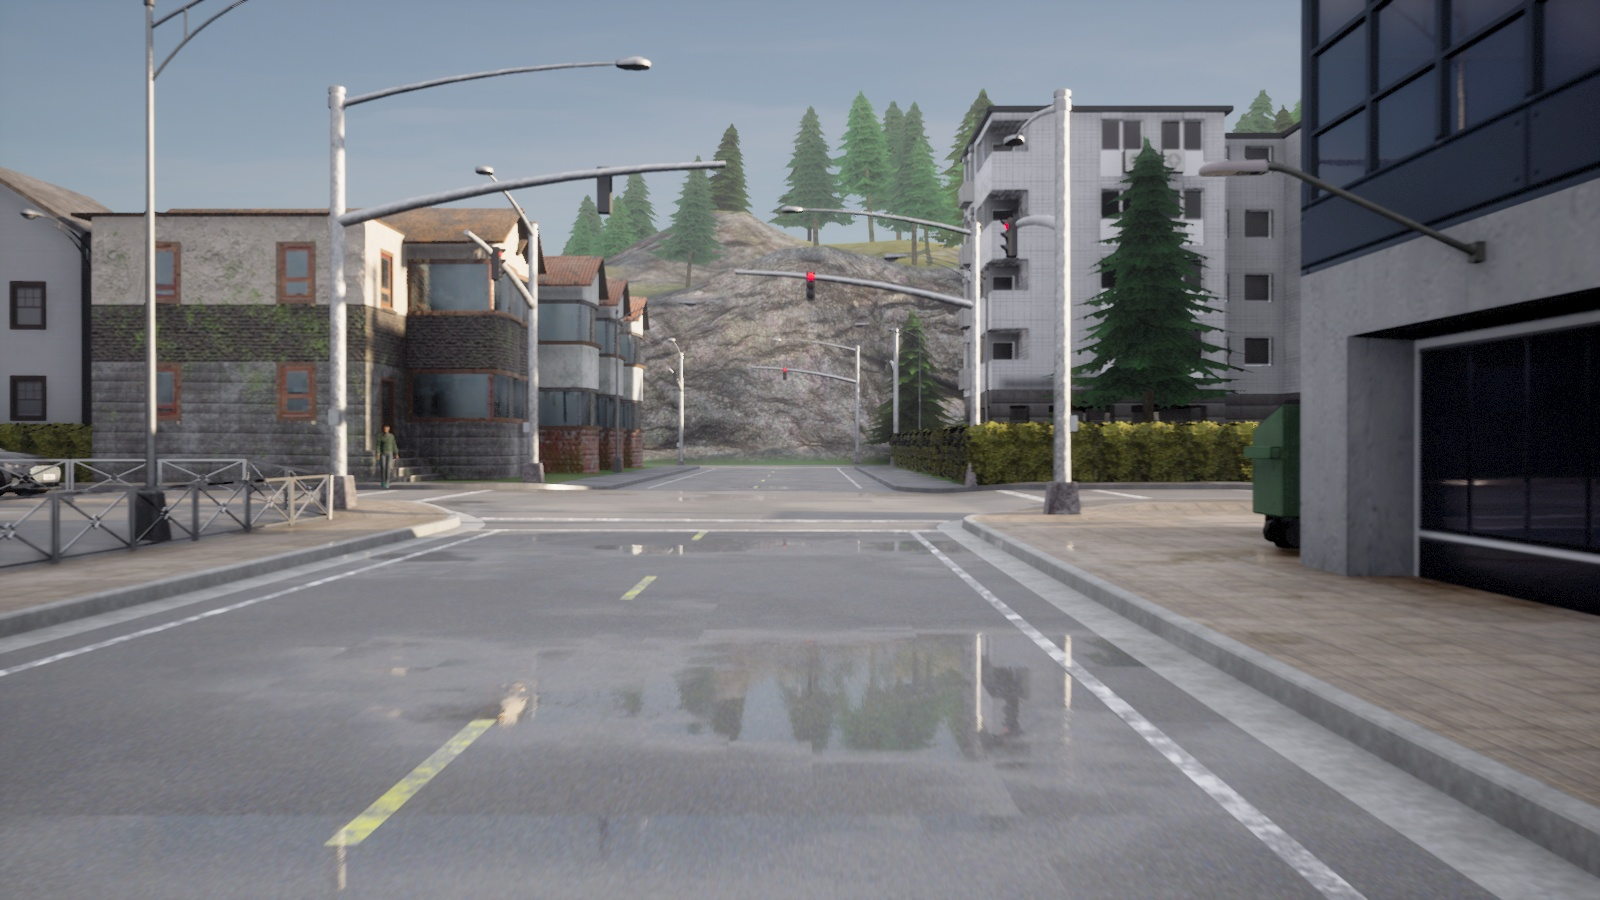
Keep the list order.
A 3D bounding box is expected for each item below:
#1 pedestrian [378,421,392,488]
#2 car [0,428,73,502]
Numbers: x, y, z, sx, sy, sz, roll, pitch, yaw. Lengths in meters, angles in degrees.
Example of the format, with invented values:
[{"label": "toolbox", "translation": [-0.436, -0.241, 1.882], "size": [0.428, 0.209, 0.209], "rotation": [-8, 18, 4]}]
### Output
[{"label": "pedestrian", "translation": [-11.492, 0.118, 34.782], "size": [0.353, 1.847, 0.614], "rotation": [0, 0, -18]}, {"label": "car", "translation": [-19.835, 0.320, 29.069], "size": [4.856, 1.649, 2.033], "rotation": [0, 0, 0]}]
